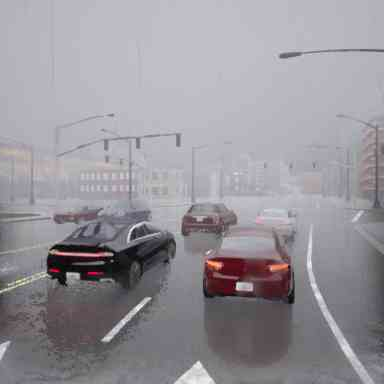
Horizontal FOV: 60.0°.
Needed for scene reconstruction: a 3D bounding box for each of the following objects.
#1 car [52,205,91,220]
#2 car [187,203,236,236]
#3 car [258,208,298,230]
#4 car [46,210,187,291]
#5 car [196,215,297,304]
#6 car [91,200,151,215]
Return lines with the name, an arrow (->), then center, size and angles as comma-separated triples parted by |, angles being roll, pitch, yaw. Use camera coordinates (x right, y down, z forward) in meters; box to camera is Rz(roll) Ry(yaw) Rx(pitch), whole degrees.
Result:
car -> -7.947, 1.668, 24.496 | 1.895, 1.301, 4.718 | 0, 0, 20
car -> 1.070, 1.352, 18.071 | 2.097, 1.767, 4.553 | 0, 0, 19
car -> 4.215, 1.526, 16.604 | 1.812, 1.442, 4.674 | 0, 0, 20
car -> -1.860, 1.491, 9.124 | 2.128, 1.511, 4.902 | 0, 0, 13
car -> 1.465, 1.526, 8.175 | 1.812, 1.442, 4.674 | 0, 0, 13
car -> -4.641, 1.381, 23.345 | 2.097, 1.767, 4.553 | 0, 0, 20
